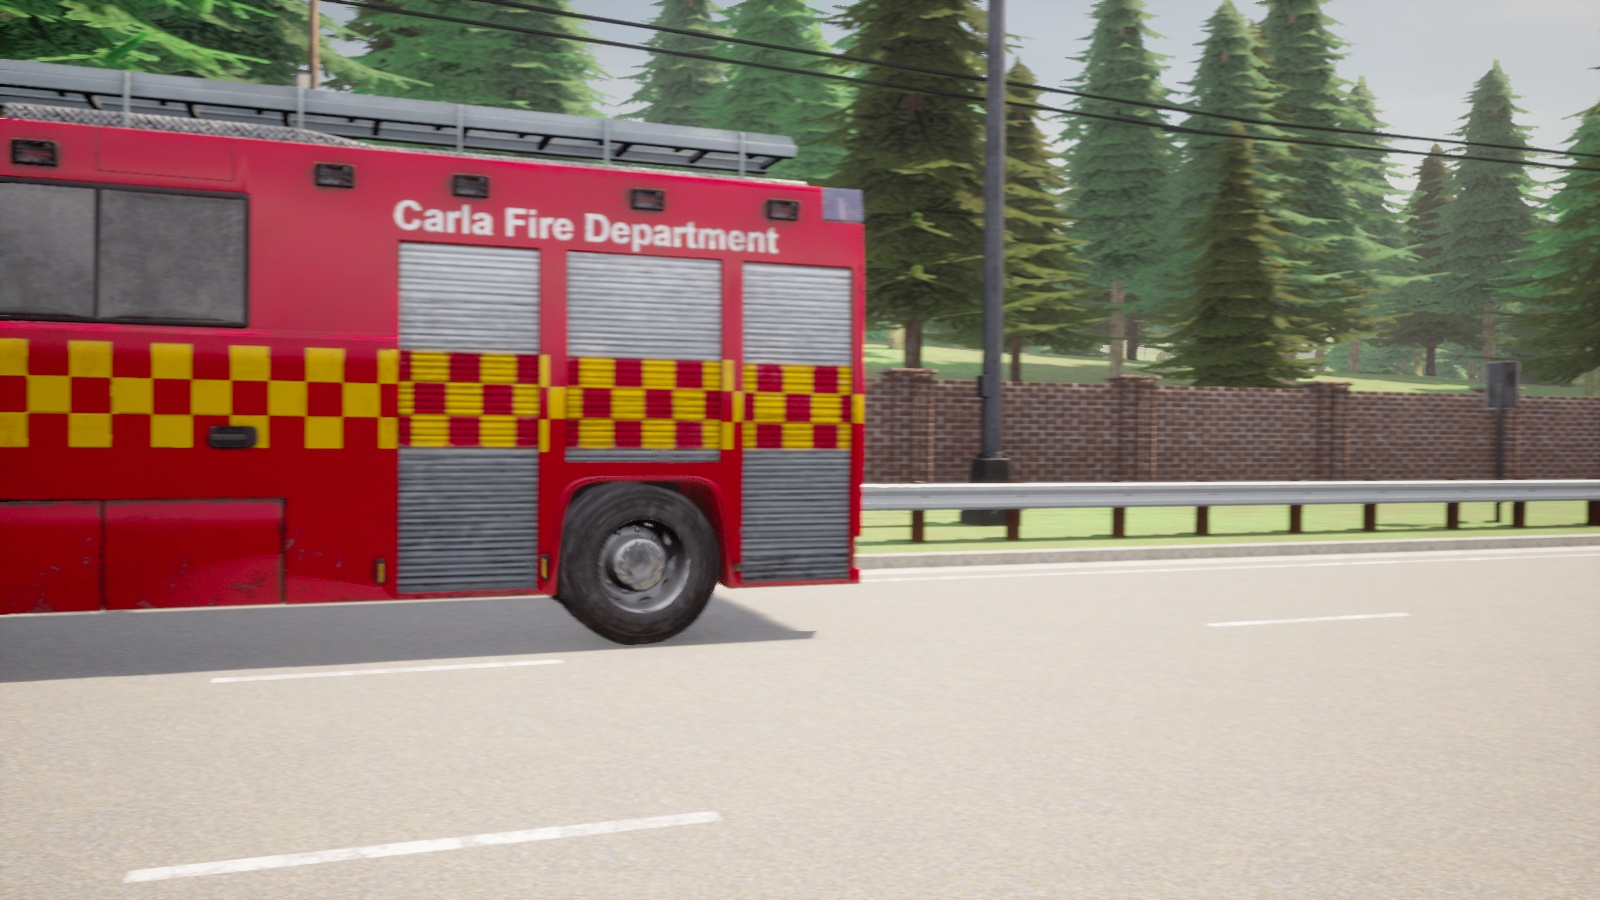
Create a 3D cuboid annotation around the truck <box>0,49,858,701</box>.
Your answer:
[{"bbox_3d":[-4.060,-0.472,9.171,8.468,3.827,2.891,-1,1,-21],"label":"truck"}]
